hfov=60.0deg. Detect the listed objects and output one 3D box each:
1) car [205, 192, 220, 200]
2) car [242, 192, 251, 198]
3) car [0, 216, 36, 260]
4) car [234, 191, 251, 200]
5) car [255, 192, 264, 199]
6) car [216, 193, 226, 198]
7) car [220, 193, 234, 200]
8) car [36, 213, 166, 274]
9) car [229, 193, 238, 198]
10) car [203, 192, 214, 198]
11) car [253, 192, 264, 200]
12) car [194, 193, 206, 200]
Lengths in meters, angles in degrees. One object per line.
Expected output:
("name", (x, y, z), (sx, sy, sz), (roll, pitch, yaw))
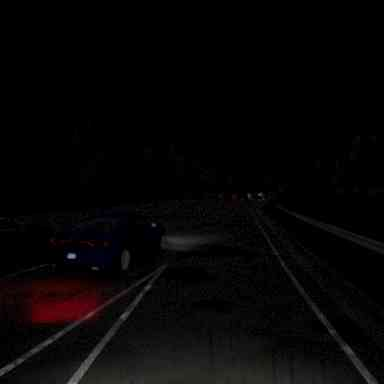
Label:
("car", (5.396, 1.146, 81.891), (2.033, 1.411, 5.357), (0, 0, 15))
("car", (14.811, 0.915, 90.194), (1.882, 1.535, 5.008), (0, 0, 15))
("car", (-6.146, 1.422, 9.879), (2.128, 1.511, 4.902), (0, 0, 15))
("car", (12.176, 0.862, 80.143), (2.150, 2.045, 5.566), (0, 0, 15))
("car", (18.189, 0.807, 89.277), (2.097, 1.767, 4.553), (0, 0, 15))
("car", (8.040, 0.959, 91.970), (1.994, 1.385, 4.181), (0, 0, 15))
("car", (8.782, 1.100, 81.003), (1.882, 1.535, 5.008), (0, 0, 15))
("car", (-2.340, 1.417, 10.593), (1.882, 1.535, 5.008), (0, 0, 15))
("car", (11.425, 0.974, 91.082), (1.994, 1.385, 4.181), (0, 0, 15))
("car", (4.654, 0.869, 92.857), (1.882, 1.535, 5.008), (0, 0, 15))
("car", (15.666, 1.246, 79.660), (1.895, 1.301, 4.718), (0, 0, 15))
("car", (2.011, 1.131, 82.779), (2.033, 1.411, 5.357), (0, 0, 15))
